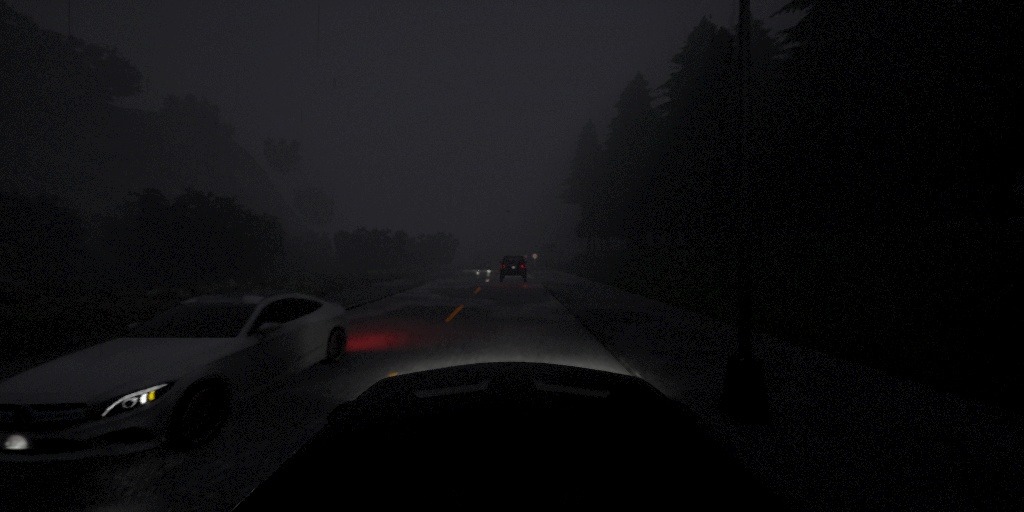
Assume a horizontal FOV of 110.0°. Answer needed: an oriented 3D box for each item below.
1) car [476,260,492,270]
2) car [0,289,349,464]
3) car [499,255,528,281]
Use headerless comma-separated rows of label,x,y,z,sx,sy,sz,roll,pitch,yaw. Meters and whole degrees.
car,-4.027,1.246,51.588,1.812,1.442,4.674,0,0,1
car,-4.099,1.273,5.296,1.812,1.442,4.674,0,0,0
car,0.111,0.955,29.729,2.150,2.045,5.566,0,0,0
